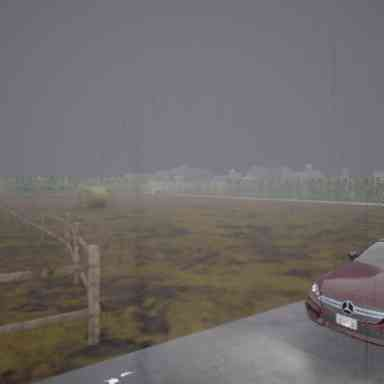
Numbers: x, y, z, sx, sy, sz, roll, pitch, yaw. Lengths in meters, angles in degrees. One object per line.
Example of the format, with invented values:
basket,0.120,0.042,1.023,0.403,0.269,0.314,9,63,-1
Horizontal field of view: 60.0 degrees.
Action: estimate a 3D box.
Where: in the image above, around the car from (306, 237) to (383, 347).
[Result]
car,4.024,1.529,5.942,4.674,1.442,1.812,0,0,-36
